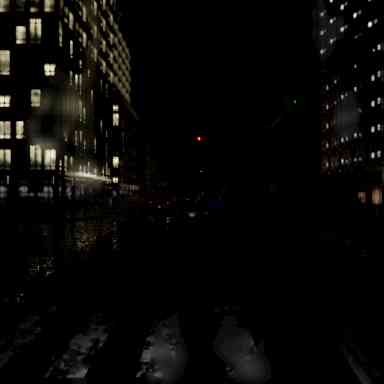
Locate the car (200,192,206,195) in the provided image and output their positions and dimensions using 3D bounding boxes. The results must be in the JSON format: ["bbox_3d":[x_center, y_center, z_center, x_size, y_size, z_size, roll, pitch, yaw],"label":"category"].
[{"bbox_3d":[2.769,1.034,64.257,2.192,1.841,5.009,0,0,0],"label":"car"}]

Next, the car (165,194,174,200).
[{"bbox_3d":[-5.525,1.226,80.919,1.802,1.307,4.206,0,0,0],"label":"car"}]

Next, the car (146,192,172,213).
[{"bbox_3d":[-3.173,1.068,35.116,2.150,2.045,5.566,0,0,0],"label":"car"}]

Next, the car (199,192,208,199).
[{"bbox_3d":[2.885,0.934,86.414,2.192,1.841,5.009,0,0,0],"label":"car"}]

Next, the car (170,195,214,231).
[{"bbox_3d":[-0.008,1.264,19.996,2.097,1.767,4.553,0,0,0],"label":"car"}]

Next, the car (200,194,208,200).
[{"bbox_3d":[2.855,1.210,80.876,1.947,1.339,4.313,0,0,0],"label":"car"}]

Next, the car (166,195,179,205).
[{"bbox_3d":[-3.060,1.296,52.588,1.812,1.442,4.674,0,0,1],"label":"car"}]

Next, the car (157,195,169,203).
[{"bbox_3d":[-5.613,1.285,64.301,1.947,1.339,4.313,0,0,0],"label":"car"}]

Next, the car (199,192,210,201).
[{"bbox_3d":[2.827,0.984,75.336,2.192,1.841,5.009,0,0,0],"label":"car"}]

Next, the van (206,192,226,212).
[{"bbox_3d":[2.737,1.182,36.565,1.690,1.788,3.998,0,0,0],"label":"van"}]

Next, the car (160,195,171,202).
[{"bbox_3d":[-5.584,1.245,69.840,2.008,1.369,4.403,0,0,0],"label":"car"}]
